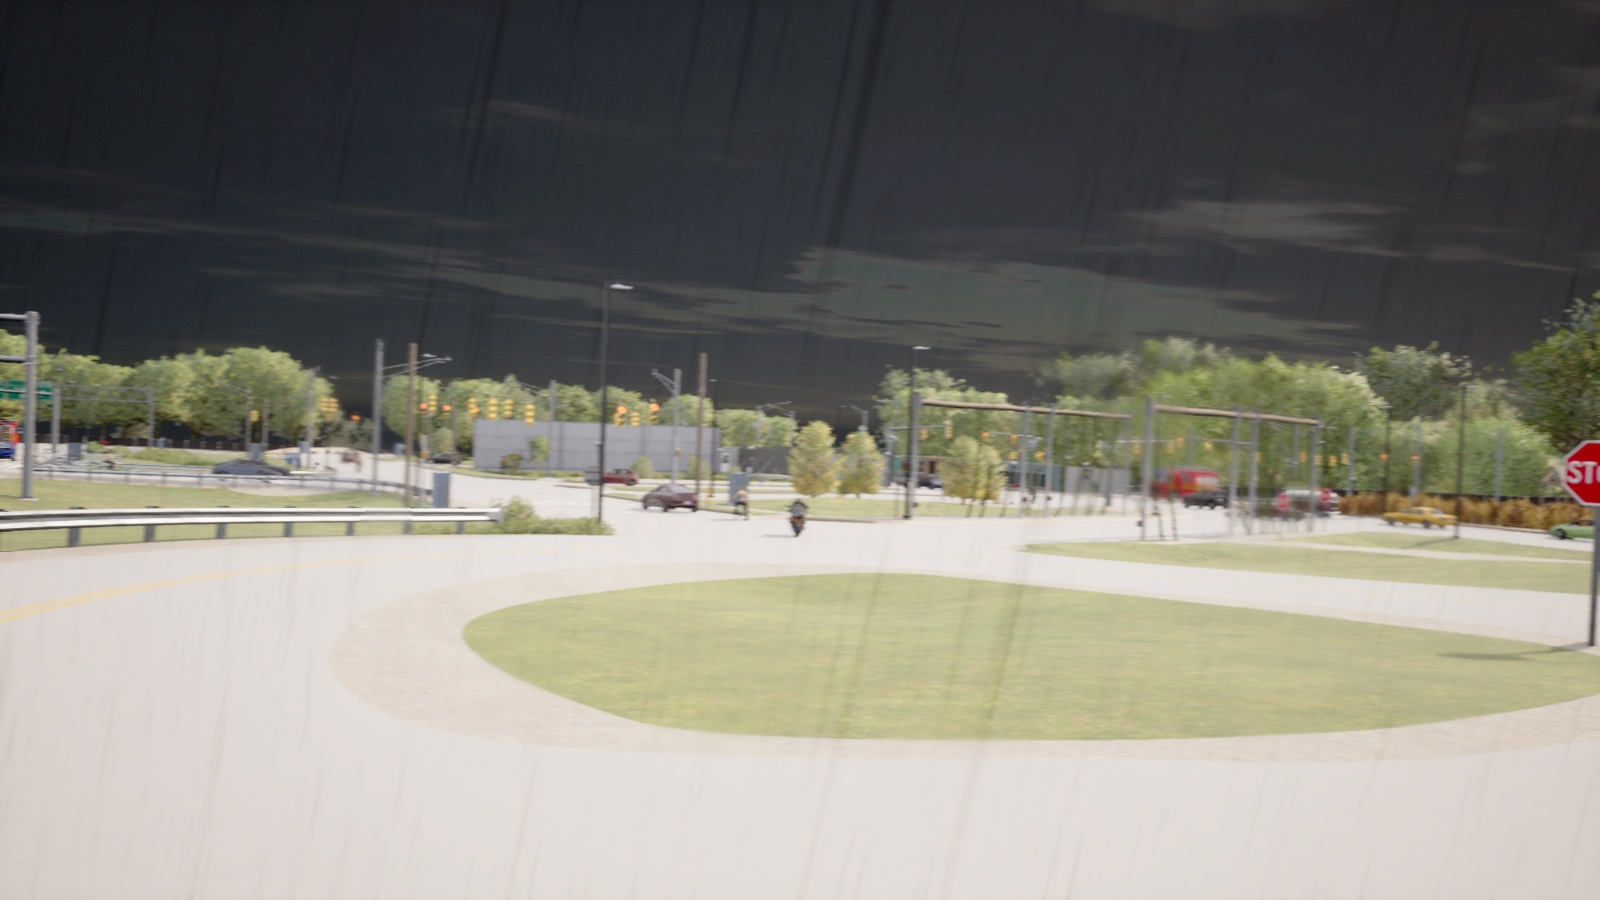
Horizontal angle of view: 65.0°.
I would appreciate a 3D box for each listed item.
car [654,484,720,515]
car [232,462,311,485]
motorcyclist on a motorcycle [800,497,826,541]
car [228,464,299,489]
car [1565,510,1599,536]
[{"bbox_3d":[-6.006,2.591,66.257,1.812,1.442,4.674,1,0,-27],"label":"car"},{"bbox_3d":[-36.639,1.659,87.073,4.892,1.490,1.837,1,0,-29],"label":"car"},{"bbox_3d":[0.497,2.558,47.016,0.866,1.530,2.191,2,-1,2],"label":"motorcyclist on a motorcycle"},{"bbox_3d":[-35.689,1.760,83.527,4.181,1.385,1.994,3,-1,-25],"label":"car"},{"bbox_3d":[53.034,4.852,82.306,2.007,1.525,4.514,2,1,-37],"label":"car"}]
